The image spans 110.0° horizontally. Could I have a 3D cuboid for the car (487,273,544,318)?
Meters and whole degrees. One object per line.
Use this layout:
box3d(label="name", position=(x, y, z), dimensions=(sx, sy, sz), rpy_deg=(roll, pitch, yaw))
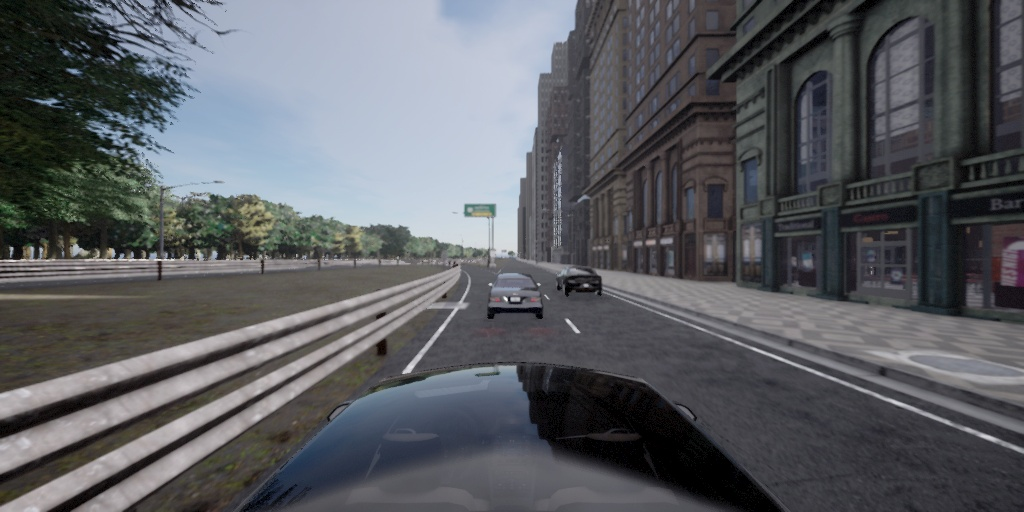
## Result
box3d(label="car", position=(0.101, 1.339, 13.127), dimensions=(2.033, 1.411, 5.357), rpy_deg=(0, 0, 0))

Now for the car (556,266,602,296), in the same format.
box3d(label="car", position=(3.600, 1.298, 19.911), dimensions=(1.882, 1.535, 5.008), rpy_deg=(0, 0, 0))
